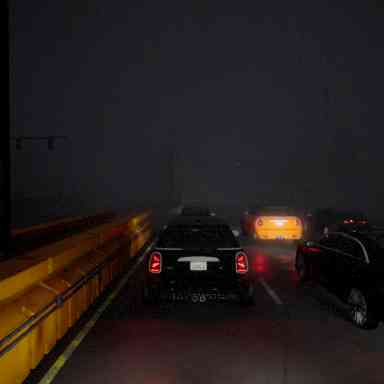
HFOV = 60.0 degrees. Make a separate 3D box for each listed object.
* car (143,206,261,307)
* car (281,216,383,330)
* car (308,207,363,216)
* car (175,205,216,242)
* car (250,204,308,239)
[{"bbox_3d":[0.125,1.352,8.112,2.097,1.767,4.553,0,0,0],"label":"car"},{"bbox_3d":[3.621,1.492,6.872,2.128,1.511,4.902,0,0,0],"label":"car"},{"bbox_3d":[7.157,1.505,16.852,1.837,1.490,4.892,0,0,0],"label":"car"},{"bbox_3d":[0.158,1.505,17.288,1.837,1.490,4.892,0,0,0],"label":"car"},{"bbox_3d":[3.655,1.352,15.983,2.097,1.767,4.553,0,0,0],"label":"car"}]
